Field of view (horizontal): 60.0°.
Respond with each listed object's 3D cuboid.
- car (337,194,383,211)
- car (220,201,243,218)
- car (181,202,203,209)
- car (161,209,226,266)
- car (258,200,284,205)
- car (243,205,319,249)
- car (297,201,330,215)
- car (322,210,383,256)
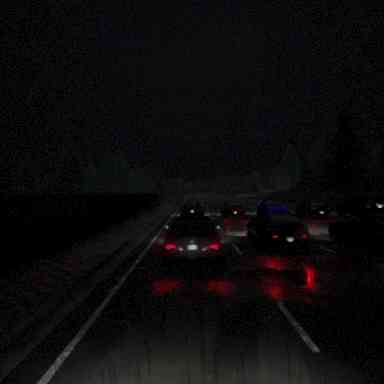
[{"bbox_3d":[14.025,1.171,27.438,2.150,2.045,5.566,0,0,1],"label":"car"},{"bbox_3d":[3.542,1.470,29.217,1.812,1.442,4.674,0,0,0],"label":"car"},{"bbox_3d":[0.039,1.511,28.703,1.994,1.385,4.181,0,0,0],"label":"car"},{"bbox_3d":[0.020,1.526,11.392,2.033,1.411,5.357,0,0,0],"label":"car"},{"bbox_3d":[7.045,1.421,29.715,1.882,1.535,5.008,0,0,0],"label":"car"},{"bbox_3d":[3.546,1.498,14.223,1.812,1.442,4.674,0,0,0],"label":"car"},{"bbox_3d":[10.543,1.470,29.212,1.812,1.442,4.674,0,0,0],"label":"car"},{"bbox_3d":[7.035,1.576,12.923,1.895,1.301,4.718,0,0,1],"label":"car"}]
